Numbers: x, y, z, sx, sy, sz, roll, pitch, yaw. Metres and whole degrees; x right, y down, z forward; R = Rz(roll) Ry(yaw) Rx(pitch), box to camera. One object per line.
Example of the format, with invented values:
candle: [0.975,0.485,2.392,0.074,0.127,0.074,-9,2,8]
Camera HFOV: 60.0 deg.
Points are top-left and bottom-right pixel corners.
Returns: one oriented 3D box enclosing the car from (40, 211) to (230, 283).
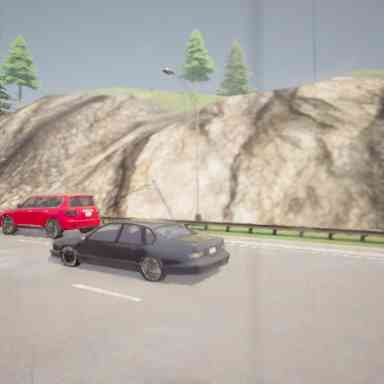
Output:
car: [-1.641,1.468,9.376,5.357,1.411,2.033,0,1,32]

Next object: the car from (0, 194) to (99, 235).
car: [-7.132,1.113,16.649,5.566,2.045,2.150,0,0,28]
